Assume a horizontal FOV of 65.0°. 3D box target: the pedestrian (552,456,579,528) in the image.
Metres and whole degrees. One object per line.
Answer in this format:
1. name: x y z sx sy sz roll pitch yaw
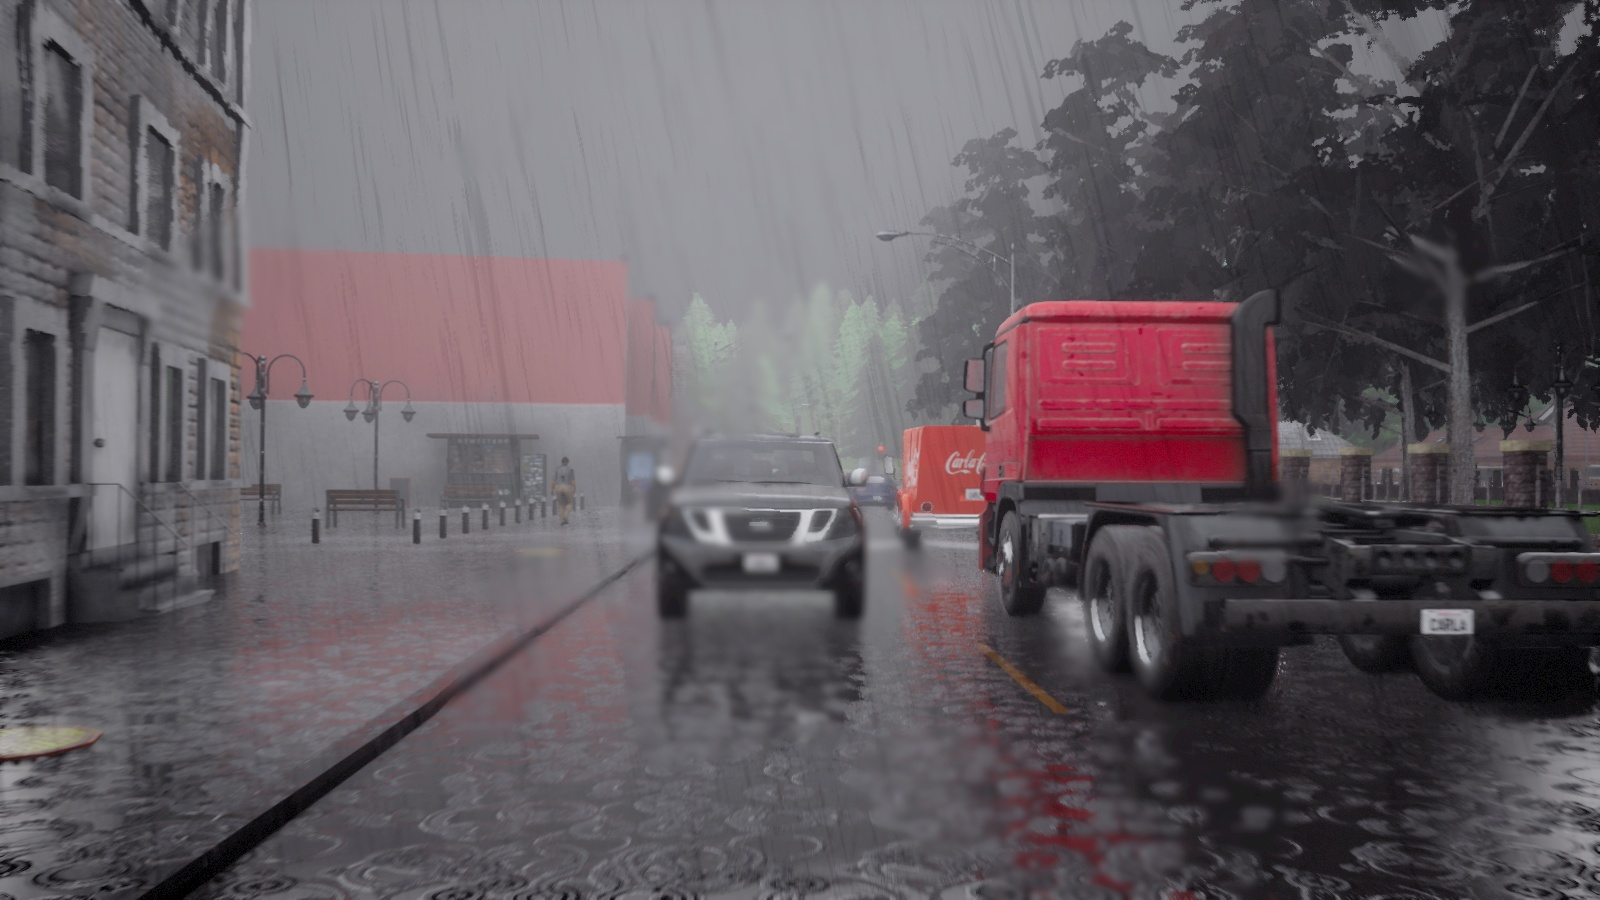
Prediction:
1. pedestrian: -6.144 1.091 32.902 0.540 1.848 0.694 0 -1 4

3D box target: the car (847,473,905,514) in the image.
1. car: 2.803 1.614 47.378 1.812 1.442 4.674 0 -1 -1

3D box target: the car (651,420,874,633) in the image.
1. car: -0.429 0.781 14.910 2.150 2.045 5.566 0 -1 -1

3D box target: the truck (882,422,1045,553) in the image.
1. truck: 3.290 0.754 26.501 2.627 2.467 5.204 0 -1 -1

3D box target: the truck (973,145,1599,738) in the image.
1. truck: 3.659 0.006 11.331 2.891 3.462 7.936 0 -1 -1
